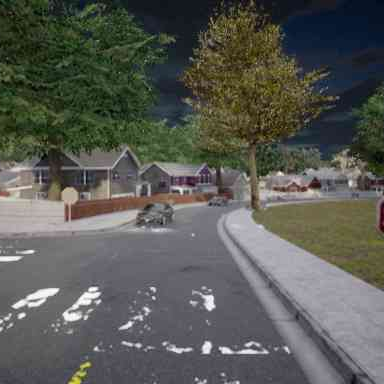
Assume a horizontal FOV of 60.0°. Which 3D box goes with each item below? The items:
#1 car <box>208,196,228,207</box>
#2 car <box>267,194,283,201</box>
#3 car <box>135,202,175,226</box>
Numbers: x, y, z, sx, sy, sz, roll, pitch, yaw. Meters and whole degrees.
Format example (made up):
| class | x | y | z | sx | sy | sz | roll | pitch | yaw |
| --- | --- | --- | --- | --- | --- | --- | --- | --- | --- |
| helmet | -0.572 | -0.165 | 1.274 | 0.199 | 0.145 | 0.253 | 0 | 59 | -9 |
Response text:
| class | x | y | z | sx | sy | sz | roll | pitch | yaw |
| --- | --- | --- | --- | --- | --- | --- | --- | --- | --- |
| car | 3.805 | 1.346 | 47.789 | 1.837 | 1.490 | 4.892 | 0 | 1 | 23 |
| car | 17.565 | 1.198 | 70.135 | 1.812 | 1.442 | 4.674 | 2 | 2 | 39 |
| car | -2.425 | 1.474 | 22.946 | 1.837 | 1.490 | 4.892 | 0 | 1 | 9 |
